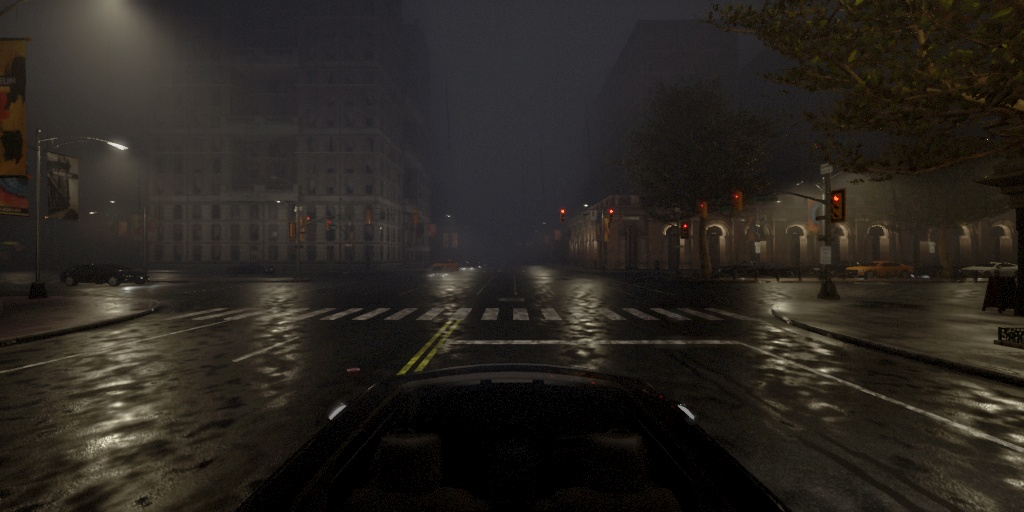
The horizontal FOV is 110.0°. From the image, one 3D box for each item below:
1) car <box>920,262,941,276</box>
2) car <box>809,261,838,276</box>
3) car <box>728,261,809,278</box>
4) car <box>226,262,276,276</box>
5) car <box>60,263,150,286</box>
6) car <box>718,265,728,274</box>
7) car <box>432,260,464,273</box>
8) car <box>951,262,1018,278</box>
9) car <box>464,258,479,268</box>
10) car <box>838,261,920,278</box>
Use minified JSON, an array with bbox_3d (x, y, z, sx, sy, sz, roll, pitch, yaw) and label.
[{"bbox_3d":[42.935,1.314,35.816,4.181,1.385,1.994,0,0,0],"label":"car"},{"bbox_3d":[32.886,1.241,35.872,4.902,1.511,2.128,0,0,0],"label":"car"},{"bbox_3d":[23.088,1.297,32.412,5.357,1.411,2.033,0,0,0],"label":"car"},{"bbox_3d":[-26.244,1.314,36.122,4.181,1.385,1.994,0,0,0],"label":"car"},{"bbox_3d":[-27.647,1.255,24.430,4.892,1.490,1.837,0,0,0],"label":"car"},{"bbox_3d":[23.289,1.241,35.911,4.902,1.511,2.128,0,0,0],"label":"car"},{"bbox_3d":[-8.033,1.227,44.152,1.882,1.535,5.008,1,0,15],"label":"car"},{"bbox_3d":[43.279,1.276,32.316,4.674,1.442,1.812,0,0,1],"label":"car"},{"bbox_3d":[-7.167,1.314,59.663,1.994,1.385,4.181,0,0,0],"label":"car"},{"bbox_3d":[33.053,1.228,32.368,5.008,1.535,1.882,0,0,0],"label":"car"}]
